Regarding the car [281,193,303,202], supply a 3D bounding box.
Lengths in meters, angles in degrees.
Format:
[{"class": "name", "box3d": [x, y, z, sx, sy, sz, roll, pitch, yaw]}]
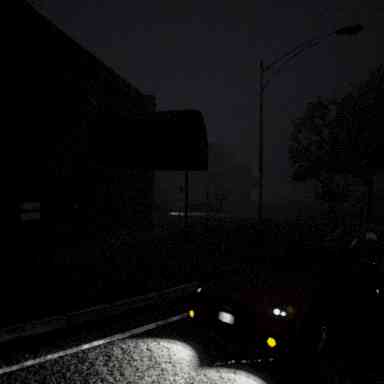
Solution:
[{"class": "car", "box3d": [25.247, 1.623, 83.035, 4.674, 1.452, 2.002, -2, 3, -7]}]

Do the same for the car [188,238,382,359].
[{"class": "car", "box3d": [1.897, 1.593, 6.117, 4.181, 1.385, 1.994, 0, 0, -45]}]

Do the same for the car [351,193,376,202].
[{"class": "car", "box3d": [42.139, 1.658, 80.748, 5.008, 1.535, 2.097, 0, 3, -5]}]

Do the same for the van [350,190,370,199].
[{"class": "van", "box3d": [43.035, 1.250, 83.635, 4.442, 1.987, 1.878, 0, 3, -5]}]

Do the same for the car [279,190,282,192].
[{"class": "car", "box3d": [27.209, 1.074, 91.635, 4.792, 1.488, 2.163, -1, 4, -7]}]

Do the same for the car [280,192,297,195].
[{"class": "car", "box3d": [25.938, 1.432, 85.909, 4.792, 1.488, 2.163, -2, 3, -7]}]

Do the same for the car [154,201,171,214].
[{"class": "car", "box3d": [-4.556, 1.797, 39.616, 4.181, 1.385, 1.994, 1, -1, 14]}]

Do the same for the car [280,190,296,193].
[{"class": "car", "box3d": [26.601, 1.097, 88.763, 4.553, 1.767, 2.185, -2, 4, -7]}]
